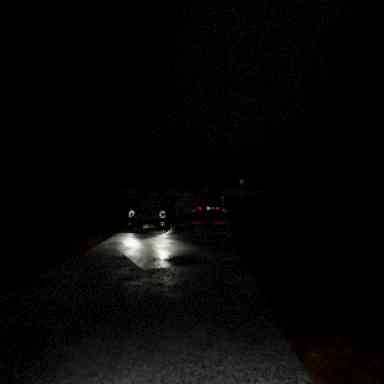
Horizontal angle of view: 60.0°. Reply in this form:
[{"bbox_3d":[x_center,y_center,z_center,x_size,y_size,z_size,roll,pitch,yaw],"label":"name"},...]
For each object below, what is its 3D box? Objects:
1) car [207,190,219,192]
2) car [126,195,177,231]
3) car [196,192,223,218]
[{"bbox_3d":[2.636,0.441,41.007,1.895,1.301,4.718,0,2,5],"label":"car"},{"bbox_3d":[-2.079,1.019,18.251,2.097,1.767,4.553,1,2,4],"label":"car"},{"bbox_3d":[1.268,1.027,24.208,2.033,1.411,5.357,0,2,4],"label":"car"}]
